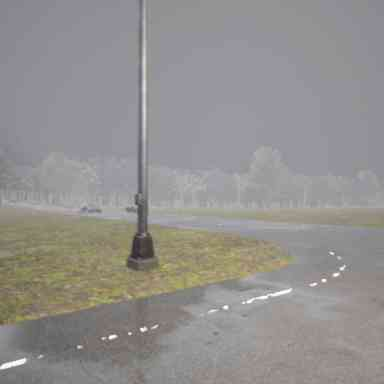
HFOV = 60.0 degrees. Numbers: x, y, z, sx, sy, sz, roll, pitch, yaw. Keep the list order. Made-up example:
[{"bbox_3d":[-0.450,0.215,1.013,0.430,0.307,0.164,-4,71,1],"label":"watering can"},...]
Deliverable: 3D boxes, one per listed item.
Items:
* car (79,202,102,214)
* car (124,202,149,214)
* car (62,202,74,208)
[{"bbox_3d":[-13.559,2.171,44.413,1.837,1.490,4.892,3,-3,-36],"label":"car"},{"bbox_3d":[-8.239,2.289,49.004,2.097,1.767,4.553,3,-3,-36],"label":"car"},{"bbox_3d":[-29.052,3.104,78.017,2.128,1.511,4.902,3,-3,-36],"label":"car"}]
